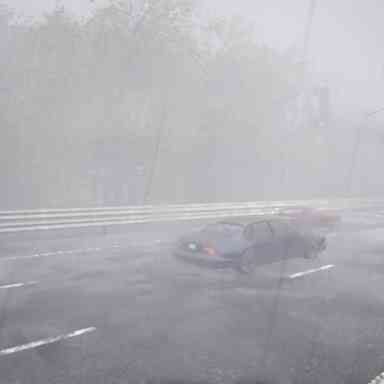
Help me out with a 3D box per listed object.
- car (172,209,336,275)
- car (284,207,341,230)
[{"bbox_3d":[1.976,1.475,10.249,5.357,1.411,2.033,0,1,-38],"label":"car"},{"bbox_3d":[6.035,1.475,17.862,4.718,1.301,1.895,0,1,-38],"label":"car"}]
